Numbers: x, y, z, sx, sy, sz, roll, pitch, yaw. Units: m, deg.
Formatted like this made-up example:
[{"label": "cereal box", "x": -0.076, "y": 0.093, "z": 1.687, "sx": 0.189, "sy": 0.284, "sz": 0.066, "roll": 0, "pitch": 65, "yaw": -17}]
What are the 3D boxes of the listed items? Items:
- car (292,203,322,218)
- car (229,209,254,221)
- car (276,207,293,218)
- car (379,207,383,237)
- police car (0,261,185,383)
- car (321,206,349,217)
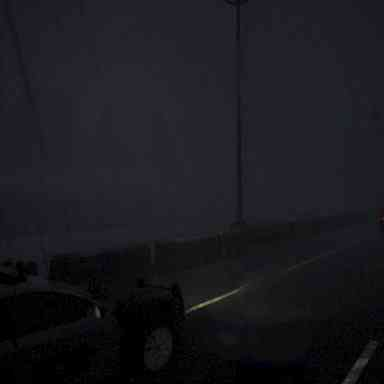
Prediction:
[{"label": "car", "x": 16.854, "y": 2.604, "z": 47.342, "sx": 2.150, "sy": 2.045, "sz": 5.566, "roll": -4, "pitch": -3, "yaw": 40}, {"label": "car", "x": 6.940, "y": 3.165, "z": 46.258, "sx": 1.812, "sy": 1.442, "sz": 4.674, "roll": -4, "pitch": -3, "yaw": 39}, {"label": "car", "x": 14.228, "y": 3.056, "z": 49.617, "sx": 1.837, "sy": 1.490, "sz": 4.892, "roll": -4, "pitch": -3, "yaw": 40}, {"label": "car", "x": 13.242, "y": 1.679, "z": 20.674, "sx": 2.150, "sy": 2.045, "sz": 5.566, "roll": -4, "pitch": -3, "yaw": 40}, {"label": "police car", "x": -2.116, "y": 1.665, "z": 3.931, "sx": 1.930, "sy": 1.638, "sz": 5.238, "roll": -4, "pitch": -3, "yaw": 39}, {"label": "car", "x": 20.044, "y": 2.715, "z": 45.685, "sx": 2.128, "sy": 1.511, "sz": 4.902, "roll": -4, "pitch": -3, "yaw": 40}]
